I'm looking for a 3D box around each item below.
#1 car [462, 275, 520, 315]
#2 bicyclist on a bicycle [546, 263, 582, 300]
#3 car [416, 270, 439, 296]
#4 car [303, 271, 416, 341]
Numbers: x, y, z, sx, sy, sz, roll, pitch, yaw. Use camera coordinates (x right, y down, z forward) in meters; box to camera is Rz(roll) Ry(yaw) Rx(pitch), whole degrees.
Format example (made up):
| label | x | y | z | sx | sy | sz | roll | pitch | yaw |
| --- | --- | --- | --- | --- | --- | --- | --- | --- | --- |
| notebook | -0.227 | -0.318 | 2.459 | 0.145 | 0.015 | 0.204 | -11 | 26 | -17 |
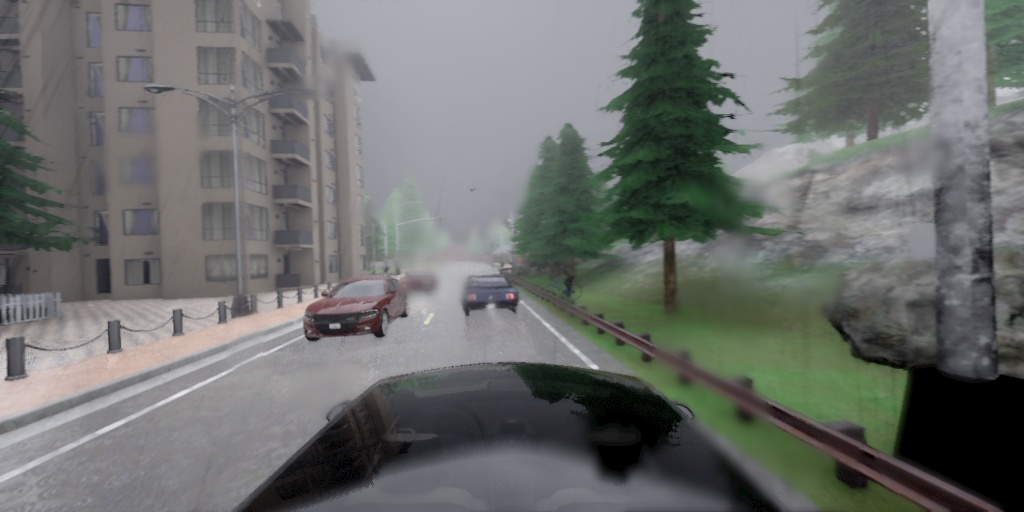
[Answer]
| label | x | y | z | sx | sy | sz | roll | pitch | yaw |
| --- | --- | --- | --- | --- | --- | --- | --- | --- | --- |
| car | -0.918 | 1.367 | 13.786 | 1.895 | 1.301 | 4.718 | -2 | 0 | -7 |
| bicyclist on a bicycle | 2.221 | 1.107 | 15.447 | 1.656 | 1.620 | 0.582 | -2 | 0 | -6 |
| car | -5.377 | 1.514 | 20.670 | 1.895 | 1.301 | 4.718 | -2 | 0 | -6 |
| car | -4.387 | 1.370 | 10.834 | 1.882 | 1.535 | 5.008 | -2 | 0 | -6 |
